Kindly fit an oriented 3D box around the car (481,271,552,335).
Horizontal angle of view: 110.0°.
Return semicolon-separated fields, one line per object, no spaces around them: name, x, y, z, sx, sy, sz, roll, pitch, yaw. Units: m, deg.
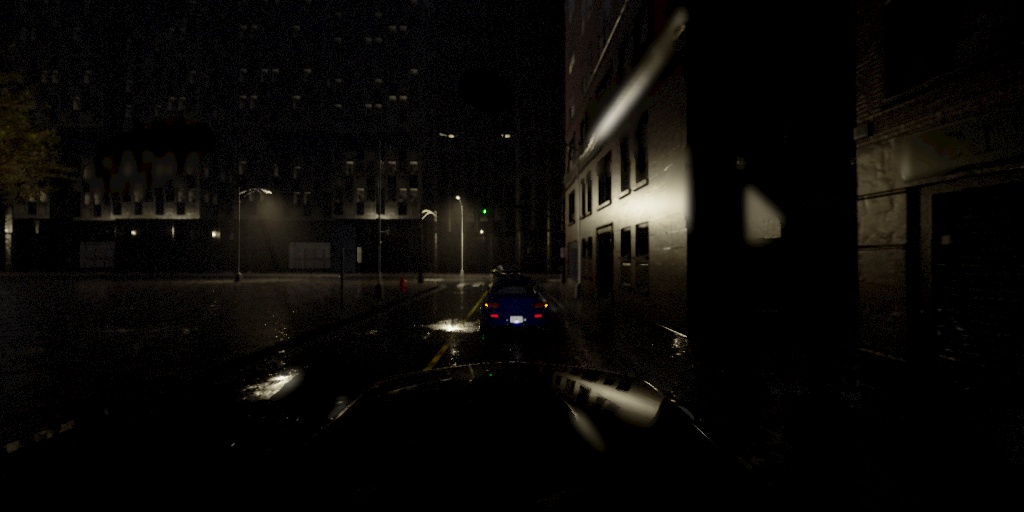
car;0.105;1.339;10.668;1.812;1.442;4.674;0;-1;0

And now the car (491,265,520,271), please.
car;-0.431;1.414;26.390;2.128;1.511;4.902;0;0;-9
